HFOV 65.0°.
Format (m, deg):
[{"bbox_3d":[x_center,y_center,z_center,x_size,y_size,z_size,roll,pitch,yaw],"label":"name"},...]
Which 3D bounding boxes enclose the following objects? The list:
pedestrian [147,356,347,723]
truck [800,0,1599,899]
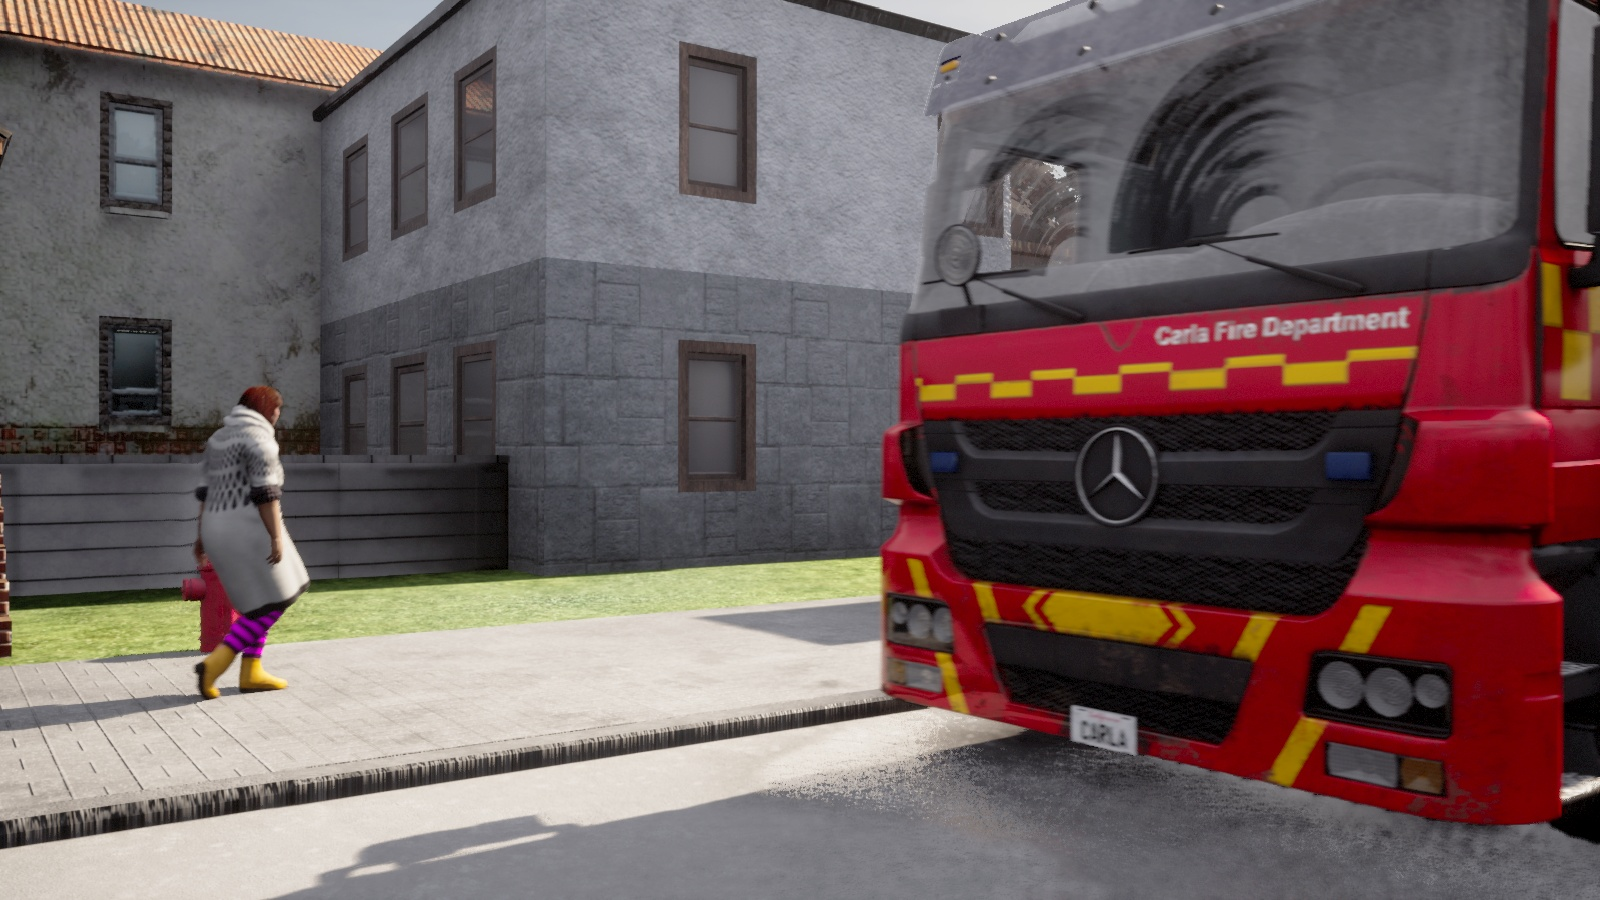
[{"bbox_3d":[-3.179,0.479,7.230,0.659,1.952,0.873,0,0,45],"label":"pedestrian"},{"bbox_3d":[4.213,-0.411,7.163,8.468,3.827,2.891,0,0,-39],"label":"truck"}]
